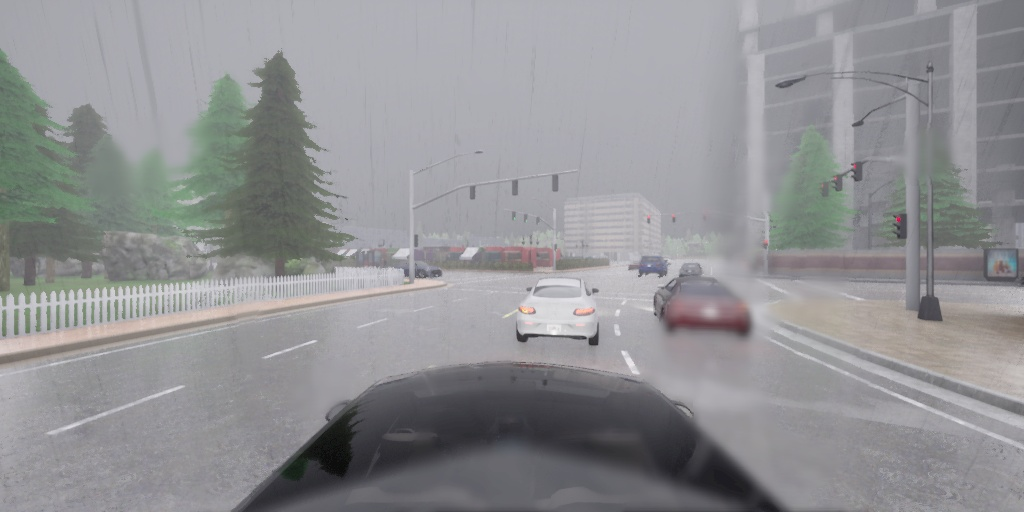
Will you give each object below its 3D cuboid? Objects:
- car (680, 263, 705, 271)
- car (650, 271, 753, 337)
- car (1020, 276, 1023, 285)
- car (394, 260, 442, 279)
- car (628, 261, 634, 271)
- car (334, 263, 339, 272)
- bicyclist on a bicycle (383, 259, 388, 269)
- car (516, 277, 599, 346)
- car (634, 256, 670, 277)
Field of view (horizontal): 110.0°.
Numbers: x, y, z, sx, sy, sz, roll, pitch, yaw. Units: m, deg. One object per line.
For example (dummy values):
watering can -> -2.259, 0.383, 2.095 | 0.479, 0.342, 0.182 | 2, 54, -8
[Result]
car -> 16.249, 1.342, 32.425 | 2.033, 1.411, 5.357 | 0, 0, 29
car -> 5.307, 1.312, 10.435 | 1.994, 1.385, 4.181 | 0, 0, 17
car -> 33.765, 1.306, 20.928 | 4.892, 1.490, 1.837 | 0, 0, 30
car -> -8.553, 1.152, 32.690 | 4.553, 1.767, 2.097 | 0, 0, 30
car -> 17.057, 1.341, 48.593 | 1.895, 1.301, 4.718 | 0, 0, 29
car -> -21.855, 1.010, 40.259 | 5.566, 2.045, 2.150 | 1, 1, 30
bicyclist on a bicycle -> -15.686, 1.249, 44.313 | 0.582, 1.620, 1.656 | 0, 0, -22
car -> 1.285, 1.274, 9.432 | 1.812, 1.442, 4.674 | 0, 0, 11
car -> 14.089, 1.005, 35.724 | 2.150, 2.045, 5.566 | 0, 0, 29
